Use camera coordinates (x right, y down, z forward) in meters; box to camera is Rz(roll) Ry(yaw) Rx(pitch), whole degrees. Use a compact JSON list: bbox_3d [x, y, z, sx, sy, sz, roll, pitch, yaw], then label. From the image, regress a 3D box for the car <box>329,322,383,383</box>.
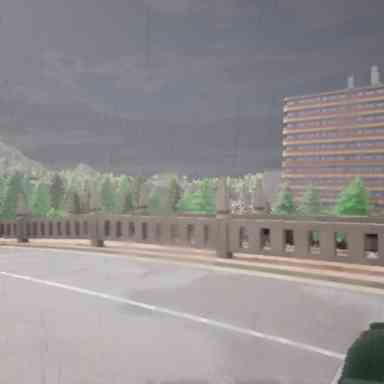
[{"bbox_3d":[3.219,1.617,1.697,4.718,1.301,1.895,1,0,35],"label":"car"}]
